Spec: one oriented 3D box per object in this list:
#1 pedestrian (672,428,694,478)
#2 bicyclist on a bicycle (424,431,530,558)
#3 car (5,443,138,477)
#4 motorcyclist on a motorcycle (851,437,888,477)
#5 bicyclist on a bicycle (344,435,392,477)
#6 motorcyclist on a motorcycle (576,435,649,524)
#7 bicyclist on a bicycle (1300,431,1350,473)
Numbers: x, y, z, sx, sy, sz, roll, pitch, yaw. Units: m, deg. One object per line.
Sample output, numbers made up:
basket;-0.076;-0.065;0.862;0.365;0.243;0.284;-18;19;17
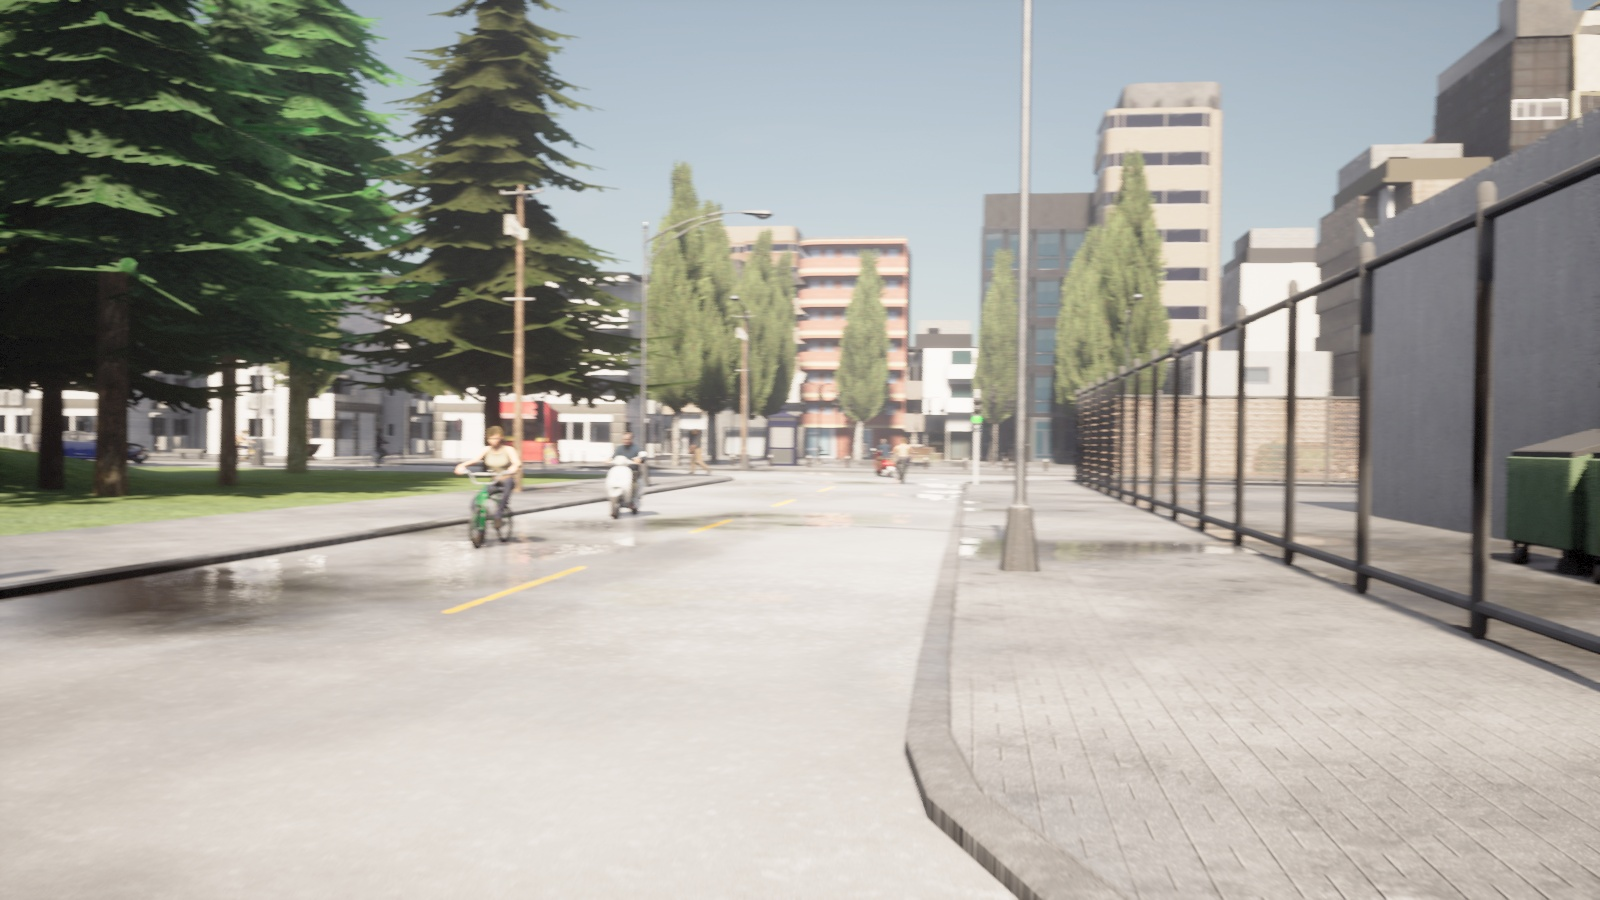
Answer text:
pedestrian;-4.351;0.100;46.654;0.694;1.848;0.540;0;0;11
bicyclist on a bicycle;-4.276;0.560;16.742;0.866;1.612;1.509;0;0;7
car;-32.458;0.443;56.052;4.792;1.488;2.163;0;0;7
motorcyclist on a motorcycle;2.849;0.271;51.780;0.866;1.590;1.817;-2;1;-17
bicyclist on a bicycle;-18.687;0.265;54.356;1.843;1.776;0.659;0;0;8
motorcyclist on a motorcycle;-3.453;0.522;23.257;0.866;1.590;1.817;0;0;7
bicyclist on a bicycle;22.270;0.089;53.304;1.843;1.776;0.659;0;0;7
